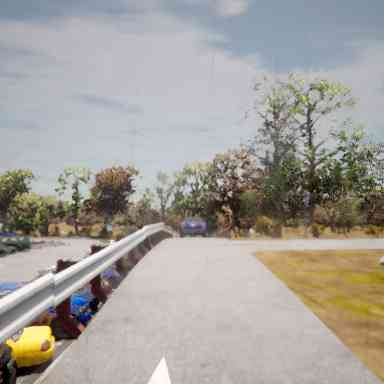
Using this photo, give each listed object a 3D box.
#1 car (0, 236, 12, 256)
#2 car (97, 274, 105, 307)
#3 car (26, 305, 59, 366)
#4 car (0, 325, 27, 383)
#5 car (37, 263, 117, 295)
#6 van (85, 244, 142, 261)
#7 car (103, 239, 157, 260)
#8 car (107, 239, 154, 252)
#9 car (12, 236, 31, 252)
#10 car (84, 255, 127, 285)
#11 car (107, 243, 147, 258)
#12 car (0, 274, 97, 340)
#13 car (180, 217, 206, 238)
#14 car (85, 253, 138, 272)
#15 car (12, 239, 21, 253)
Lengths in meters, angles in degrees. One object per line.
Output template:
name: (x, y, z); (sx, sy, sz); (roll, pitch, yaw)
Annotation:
car: (-23.915, 6.371, 37.404); (5.566, 2.045, 2.435); (1, -5, -20)
car: (-6.935, 5.155, 16.151); (4.792, 1.488, 2.163); (2, -4, -20)
car: (-7.053, 4.691, 10.066); (5.366, 1.575, 1.946); (2, -4, -20)
car: (-6.897, 4.237, 7.129); (5.566, 2.045, 2.435); (2, -4, -20)
car: (-6.944, 5.213, 19.178); (4.553, 1.767, 2.185); (2, -5, -20)
van: (-6.842, 5.756, 28.280); (4.442, 1.987, 1.878); (2, -5, -20)
car: (-6.966, 6.364, 37.301); (5.566, 2.045, 2.435); (2, -5, -20)
car: (-6.995, 6.149, 34.248); (5.566, 2.045, 2.435); (2, -4, -20)
car: (-23.984, 6.784, 43.273); (5.566, 2.045, 2.435); (1, -4, -20)
car: (-6.965, 5.427, 22.200); (4.553, 1.767, 2.185); (2, -5, -20)
car: (-6.930, 6.065, 31.249); (4.553, 1.767, 2.185); (2, -4, -20)
car: (-6.862, 4.665, 13.177); (5.566, 2.045, 2.435); (2, -5, -20)
car: (0.098, 2.981, 28.232); (2.097, 1.767, 4.553); (0, -8, 0)
car: (-6.933, 5.766, 25.204); (4.892, 1.521, 2.231); (2, -4, -20)
car: (-23.931, 6.859, 40.344); (4.792, 1.488, 2.163); (1, -5, -20)
